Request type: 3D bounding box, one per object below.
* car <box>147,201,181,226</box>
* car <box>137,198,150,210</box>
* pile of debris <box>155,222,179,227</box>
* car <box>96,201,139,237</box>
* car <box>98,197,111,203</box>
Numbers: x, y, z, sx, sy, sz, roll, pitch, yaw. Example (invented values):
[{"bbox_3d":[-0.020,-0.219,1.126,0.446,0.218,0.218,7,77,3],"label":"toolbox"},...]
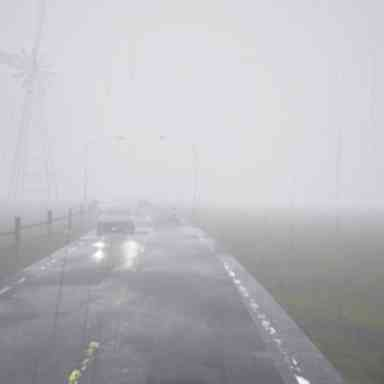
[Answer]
[{"bbox_3d":[-1.962,1.602,24.193,2.033,1.411,5.357,0,0,-10],"label":"car"},{"bbox_3d":[-6.178,1.573,42.178,1.837,1.490,4.892,0,-1,-16],"label":"car"},{"bbox_3d":[-1.767,2.227,22.909,1.500,0.140,1.860,0,0,-9],"label":"pile of debris"},{"bbox_3d":[-4.151,1.518,18.736,1.882,1.535,5.008,0,0,-8],"label":"car"},{"bbox_3d":[-15.576,1.542,59.276,1.812,1.442,4.674,0,0,-23],"label":"car"}]
